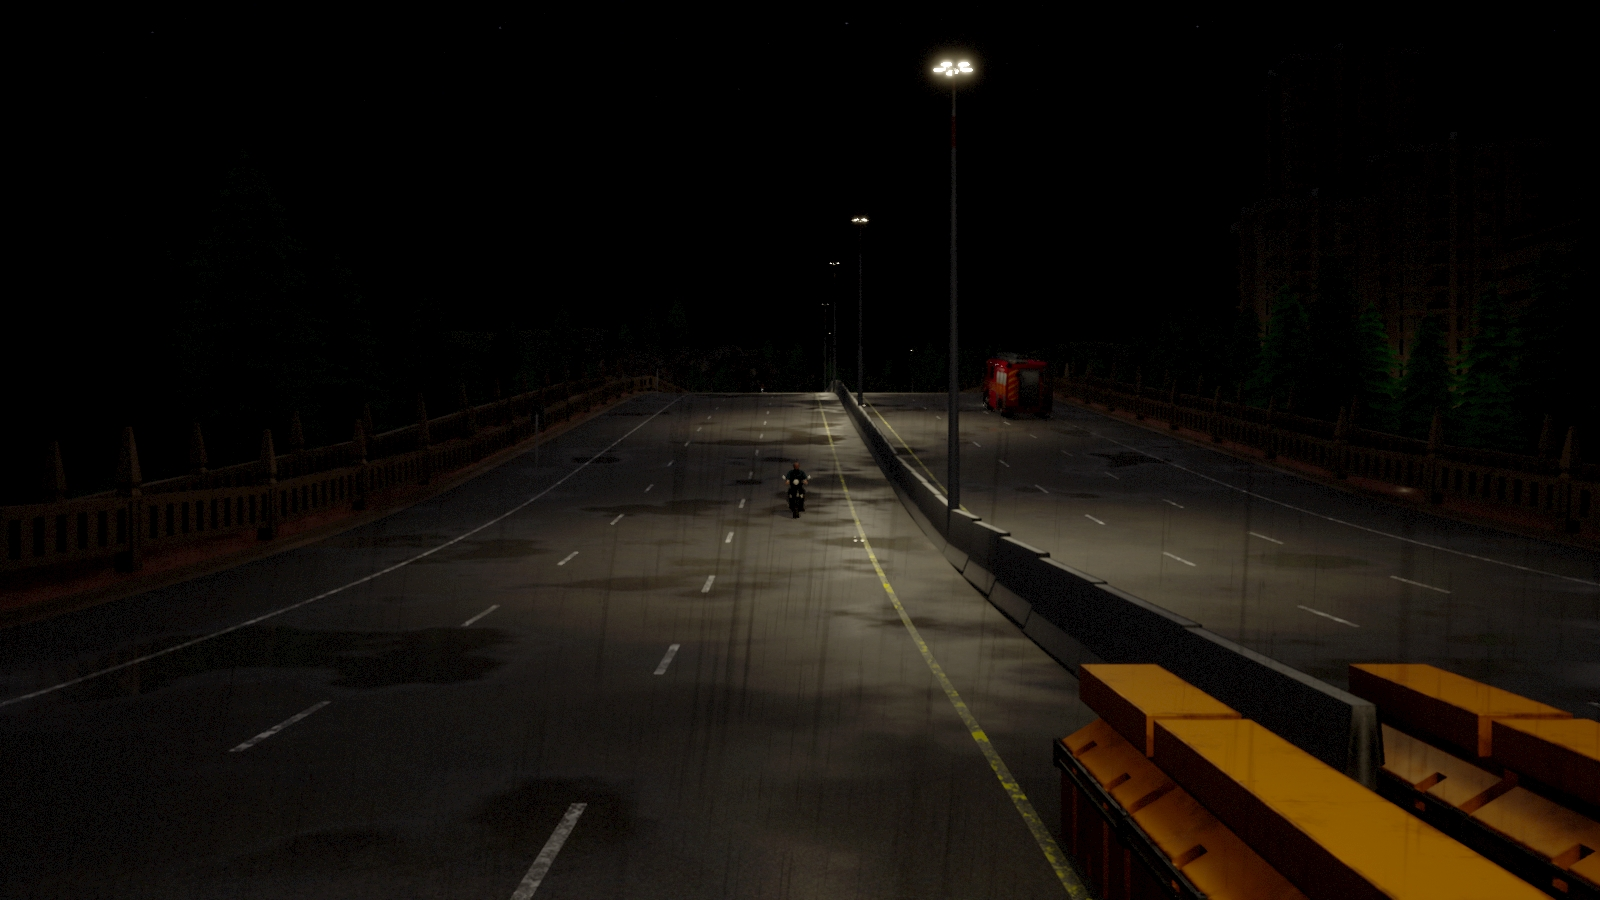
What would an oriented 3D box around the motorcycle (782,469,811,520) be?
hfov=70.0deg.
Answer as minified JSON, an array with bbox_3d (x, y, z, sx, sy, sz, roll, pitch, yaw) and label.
[{"bbox_3d":[-0.108,1.316,34.185,0.856,1.316,1.805,0,4,0],"label":"motorcycle"}]
